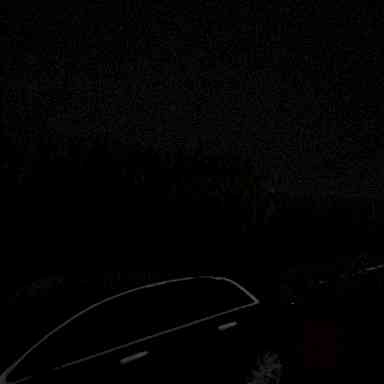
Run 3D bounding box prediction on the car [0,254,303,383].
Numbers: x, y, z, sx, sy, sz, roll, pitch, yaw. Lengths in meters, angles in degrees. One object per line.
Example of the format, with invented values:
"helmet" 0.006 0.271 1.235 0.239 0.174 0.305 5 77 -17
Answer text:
"car" -0.910 1.505 3.341 4.892 1.490 1.837 0 0 -35
